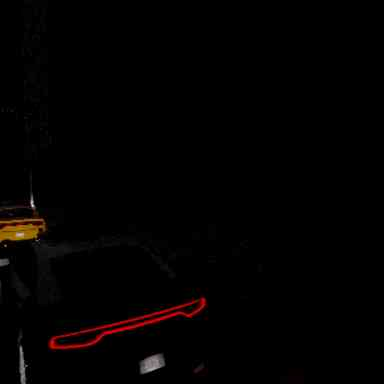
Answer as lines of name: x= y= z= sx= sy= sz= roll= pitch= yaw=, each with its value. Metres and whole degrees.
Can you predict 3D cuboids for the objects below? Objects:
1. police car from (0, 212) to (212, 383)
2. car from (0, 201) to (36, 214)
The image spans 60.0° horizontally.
police car: x=-1.788 y=1.315 z=5.143 sx=1.930 sy=1.638 sz=5.238 roll=-3 pitch=2 yaw=-33
car: x=-7.229 y=1.289 z=13.403 sx=1.882 sy=1.535 sz=5.008 roll=-3 pitch=2 yaw=-33
